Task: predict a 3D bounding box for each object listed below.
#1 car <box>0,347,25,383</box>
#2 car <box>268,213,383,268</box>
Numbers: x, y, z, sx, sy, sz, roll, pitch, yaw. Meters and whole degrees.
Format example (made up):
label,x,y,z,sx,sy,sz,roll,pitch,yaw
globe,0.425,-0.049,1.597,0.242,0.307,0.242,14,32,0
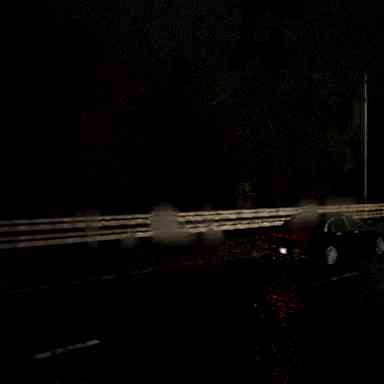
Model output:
label,x,y,z,sx,sy,sz,roll,pitch,yaw
car,-2.998,1.566,1.590,4.181,1.385,1.994,0,0,-36
car,4.701,1.487,11.272,4.892,1.490,1.837,0,0,-35
